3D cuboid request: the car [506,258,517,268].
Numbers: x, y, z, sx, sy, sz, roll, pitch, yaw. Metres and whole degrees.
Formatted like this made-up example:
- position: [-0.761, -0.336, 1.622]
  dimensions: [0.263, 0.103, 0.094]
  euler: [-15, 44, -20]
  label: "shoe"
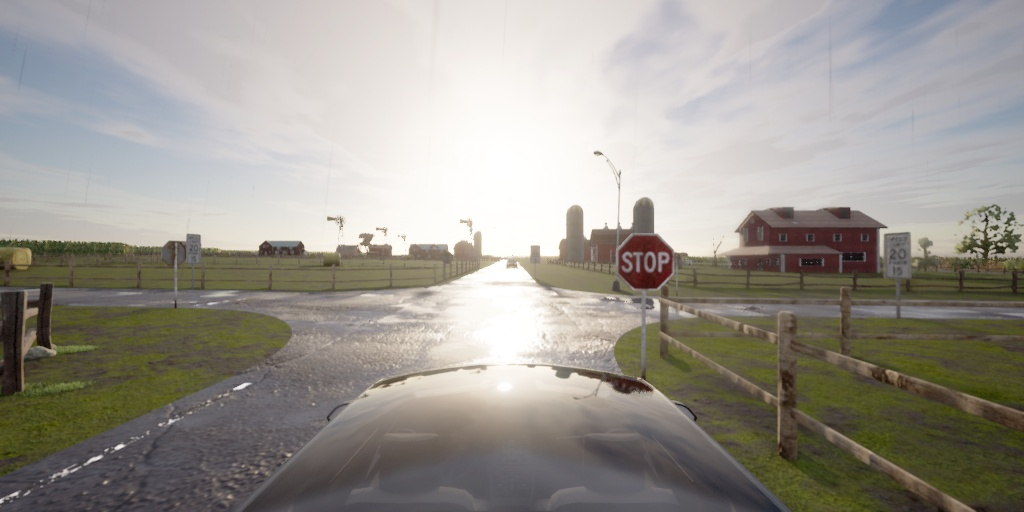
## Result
- position: [-0.032, 1.406, 61.758]
  dimensions: [1.895, 1.301, 4.718]
  euler: [0, 0, 0]
  label: "car"
